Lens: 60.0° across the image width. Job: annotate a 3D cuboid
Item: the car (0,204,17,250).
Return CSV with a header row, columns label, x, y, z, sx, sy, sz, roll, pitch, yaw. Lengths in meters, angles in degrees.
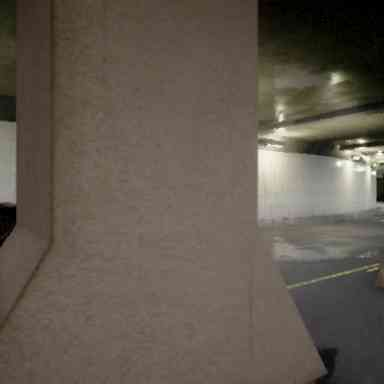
label,x,y,z,sx,sy,sz,roll,pitch,yaw
car,-4.894,1.221,4.801,5.566,2.045,2.150,0,0,-36
